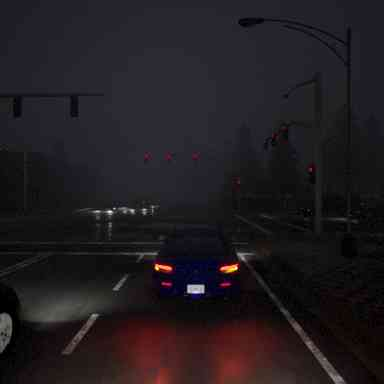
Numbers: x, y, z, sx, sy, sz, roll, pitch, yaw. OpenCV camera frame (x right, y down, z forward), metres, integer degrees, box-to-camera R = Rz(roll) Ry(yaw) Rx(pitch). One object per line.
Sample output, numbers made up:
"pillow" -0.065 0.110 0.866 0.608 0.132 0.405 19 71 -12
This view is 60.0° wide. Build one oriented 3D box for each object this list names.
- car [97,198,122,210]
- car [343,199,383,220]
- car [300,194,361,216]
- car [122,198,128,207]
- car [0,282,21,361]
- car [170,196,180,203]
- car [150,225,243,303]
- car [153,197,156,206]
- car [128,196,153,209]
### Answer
"car" -10.643 1.526 42.306 1.812 1.442 4.674 0 0 0
"car" 15.885 1.547 27.619 5.357 1.411 2.033 0 0 0
"car" 13.063 1.222 31.118 5.566 2.045 2.150 0 0 0
"car" -10.646 1.601 51.404 1.895 1.301 4.718 0 0 0
"car" -3.442 1.505 2.966 1.837 1.490 4.892 0 0 0
"car" -3.479 1.477 69.609 1.882 1.535 5.008 0 0 0
"car" 0.131 1.526 8.100 1.812 1.442 4.674 0 0 2
"car" -7.132 1.505 55.973 1.837 1.490 4.892 0 0 0
"car" -7.147 1.352 46.365 2.097 1.767 4.553 0 0 0
